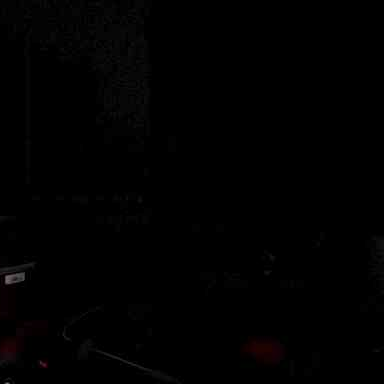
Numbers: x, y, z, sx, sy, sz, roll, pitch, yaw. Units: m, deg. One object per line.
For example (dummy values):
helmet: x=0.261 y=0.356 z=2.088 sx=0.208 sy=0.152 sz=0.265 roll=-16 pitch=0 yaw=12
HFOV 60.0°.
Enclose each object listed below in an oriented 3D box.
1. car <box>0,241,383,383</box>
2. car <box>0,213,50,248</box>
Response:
car: x=-0.033 y=1.440 z=2.985 sx=4.097 sy=1.590 sz=1.967 roll=0 pitch=0 yaw=35
car: x=-4.464 y=1.315 z=6.138 sx=5.009 sy=1.841 sz=2.192 roll=0 pitch=0 yaw=35
